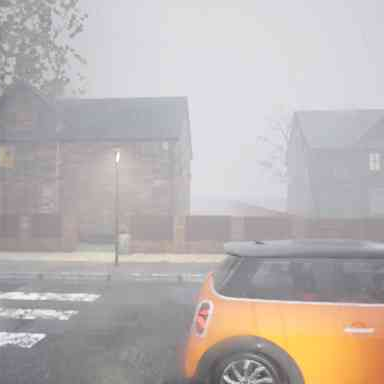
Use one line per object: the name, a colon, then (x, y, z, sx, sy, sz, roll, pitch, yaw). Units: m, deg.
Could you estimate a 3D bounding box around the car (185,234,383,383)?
car: (2.233, 1.403, 4.118, 4.553, 1.767, 2.097, -1, -1, 6)
